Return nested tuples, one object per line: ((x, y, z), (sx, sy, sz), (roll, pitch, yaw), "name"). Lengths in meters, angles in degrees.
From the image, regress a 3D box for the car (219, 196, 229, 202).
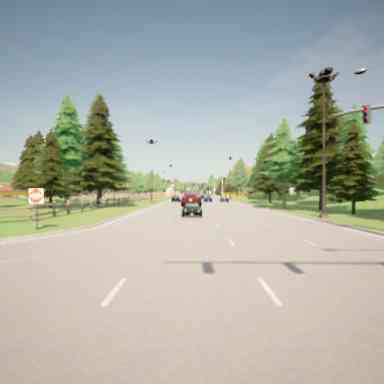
((6.998, 1.514, 72.464), (2.128, 1.511, 4.902), (0, 0, 0), "car")

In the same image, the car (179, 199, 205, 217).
((0.009, 1.650, 31.047), (1.895, 1.301, 4.718), (2, 0, 0), "car")

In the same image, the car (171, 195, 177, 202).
((-3.502, 1.467, 72.464), (1.882, 1.535, 5.008), (0, 0, 0), "car")

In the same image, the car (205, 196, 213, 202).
((3.498, 1.513, 72.464), (1.812, 1.442, 4.674), (0, 0, 0), "car")

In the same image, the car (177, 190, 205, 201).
((-0.016, 0.550, 31.109), (1.812, 1.442, 4.674), (1, -1, 3), "car")
